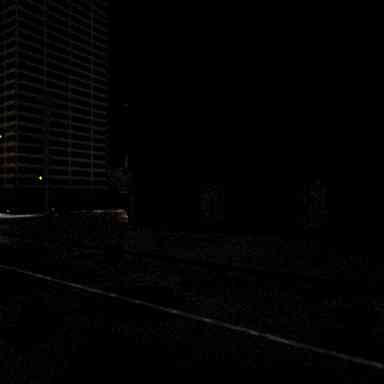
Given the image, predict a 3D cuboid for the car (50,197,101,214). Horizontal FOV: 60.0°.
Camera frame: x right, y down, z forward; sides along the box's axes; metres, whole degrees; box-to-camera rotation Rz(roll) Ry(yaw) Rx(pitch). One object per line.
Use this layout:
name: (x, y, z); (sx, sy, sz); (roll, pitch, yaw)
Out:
car: (-12.750, 1.488, 35.888); (2.128, 1.511, 4.902); (0, 0, 35)

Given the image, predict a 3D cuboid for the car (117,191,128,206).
car: (-6.788, 1.218, 44.370); (2.150, 2.045, 5.566); (0, 0, 36)

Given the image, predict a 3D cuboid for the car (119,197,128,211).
car: (-5.988, 1.561, 39.098); (1.994, 1.385, 4.181); (0, 0, 35)

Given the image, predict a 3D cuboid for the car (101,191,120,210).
car: (-10.936, 1.218, 44.562); (2.150, 2.045, 5.566); (0, 0, 35)

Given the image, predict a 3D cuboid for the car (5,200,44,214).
car: (-17.062, 1.544, 35.839); (2.033, 1.411, 5.357); (0, 0, 35)
